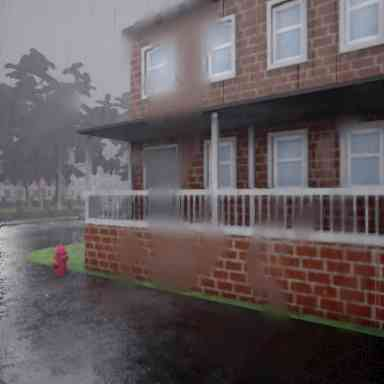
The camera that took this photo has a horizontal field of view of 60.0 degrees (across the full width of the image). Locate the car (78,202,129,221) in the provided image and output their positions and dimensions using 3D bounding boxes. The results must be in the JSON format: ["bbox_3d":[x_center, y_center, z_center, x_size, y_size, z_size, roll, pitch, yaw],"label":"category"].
[{"bbox_3d":[-7.344,1.644,28.271,1.837,1.490,4.892,0,0,36],"label":"car"}]
